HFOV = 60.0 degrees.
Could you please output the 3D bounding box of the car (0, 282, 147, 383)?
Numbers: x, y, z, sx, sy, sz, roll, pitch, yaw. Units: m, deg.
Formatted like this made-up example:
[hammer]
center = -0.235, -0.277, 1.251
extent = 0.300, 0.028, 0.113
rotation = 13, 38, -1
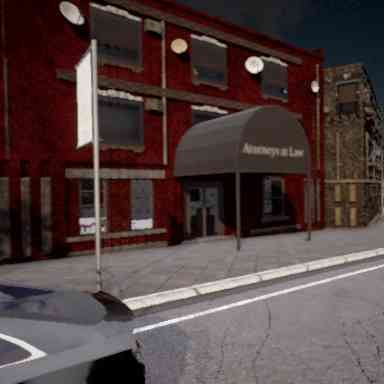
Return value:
[car]
center = -2.659, 1.492, 2.100
extent = 4.902, 1.511, 2.128
rotation = 0, 0, -36
